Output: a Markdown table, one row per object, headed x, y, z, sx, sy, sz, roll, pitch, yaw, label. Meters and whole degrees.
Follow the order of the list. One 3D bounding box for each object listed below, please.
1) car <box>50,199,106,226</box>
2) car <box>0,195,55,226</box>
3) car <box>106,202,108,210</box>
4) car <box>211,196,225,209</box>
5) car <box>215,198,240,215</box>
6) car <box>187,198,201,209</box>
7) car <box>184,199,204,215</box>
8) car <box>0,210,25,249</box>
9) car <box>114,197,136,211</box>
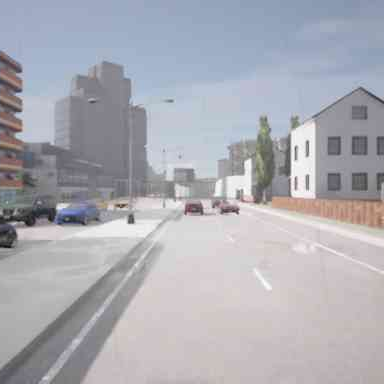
| x | y | z | sx | sy | sz | roll | pitch | yaw | label |
| --- | --- | --- | --- | --- | --- | --- | --- | --- | --- |
| -7.952 | 1.475 | 23.749 | 1.882 | 1.535 | 5.008 | 0 | 0 | 0 | car |
| -11.454 | 1.218 | 23.467 | 2.150 | 2.045 | 5.566 | 0 | 0 | 1 | car |
| -11.275 | 1.519 | 38.996 | 1.882 | 1.535 | 5.008 | 0 | 0 | 0 | car |
| 3.794 | 1.346 | 46.581 | 2.097 | 1.767 | 4.553 | 0 | 0 | 1 | car |
| 3.698 | 1.598 | 34.147 | 1.895 | 1.301 | 4.718 | 0 | 0 | 0 | car |
| 0.290 | 1.596 | 46.459 | 1.895 | 1.301 | 4.718 | 0 | 0 | 1 | car |
| 0.201 | 1.474 | 34.139 | 1.882 | 1.535 | 5.008 | 0 | 0 | 0 | car |
| -8.040 | 1.563 | 11.823 | 1.994 | 1.385 | 4.181 | 0 | 0 | -1 | car |
| -7.775 | 1.280 | 38.976 | 1.882 | 1.535 | 5.008 | 0 | 0 | 0 | car |
